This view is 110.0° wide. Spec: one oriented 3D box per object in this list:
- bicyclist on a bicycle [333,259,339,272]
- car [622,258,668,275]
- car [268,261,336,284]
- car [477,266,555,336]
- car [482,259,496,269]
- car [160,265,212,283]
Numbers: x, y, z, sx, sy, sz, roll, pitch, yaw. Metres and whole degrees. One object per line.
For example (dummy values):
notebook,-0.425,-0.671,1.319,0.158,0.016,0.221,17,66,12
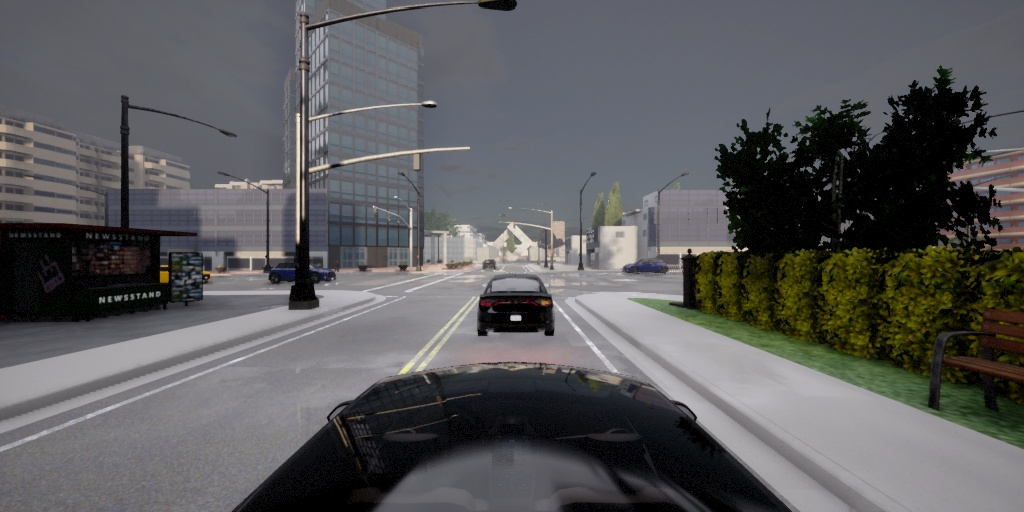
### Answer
bicyclist on a bicycle,-21.822,1.216,44.493,0.582,1.620,1.656,-1,0,0
car,14.366,1.087,38.865,4.553,1.767,2.097,0,0,0
car,-16.286,1.209,28.038,4.553,1.767,2.097,-1,0,0
car,0.110,1.228,10.434,1.882,1.535,5.008,0,0,1
car,-3.380,1.227,54.216,1.882,1.535,5.008,0,0,0
car,-26.398,1.454,28.001,5.008,1.535,1.882,-1,0,0
